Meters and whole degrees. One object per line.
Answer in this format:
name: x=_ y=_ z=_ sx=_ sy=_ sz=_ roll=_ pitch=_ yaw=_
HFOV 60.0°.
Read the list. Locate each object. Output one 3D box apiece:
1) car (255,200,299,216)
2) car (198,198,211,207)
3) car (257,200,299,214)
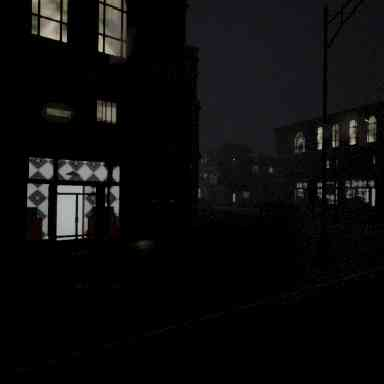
car: x=8.338 y=1.506 z=33.092 sx=1.882 sy=1.535 sz=5.008 roll=1 pitch=-1 yaw=-27
car: x=1.328 y=1.619 z=52.106 sx=1.887 sy=1.381 sz=4.507 roll=1 pitch=-1 yaw=-27
car: x=9.404 y=1.622 z=36.629 sx=2.008 sy=1.369 sz=4.403 roll=1 pitch=-1 yaw=-27
